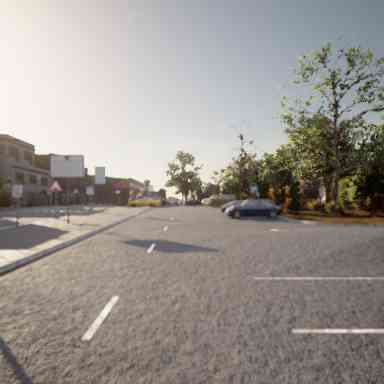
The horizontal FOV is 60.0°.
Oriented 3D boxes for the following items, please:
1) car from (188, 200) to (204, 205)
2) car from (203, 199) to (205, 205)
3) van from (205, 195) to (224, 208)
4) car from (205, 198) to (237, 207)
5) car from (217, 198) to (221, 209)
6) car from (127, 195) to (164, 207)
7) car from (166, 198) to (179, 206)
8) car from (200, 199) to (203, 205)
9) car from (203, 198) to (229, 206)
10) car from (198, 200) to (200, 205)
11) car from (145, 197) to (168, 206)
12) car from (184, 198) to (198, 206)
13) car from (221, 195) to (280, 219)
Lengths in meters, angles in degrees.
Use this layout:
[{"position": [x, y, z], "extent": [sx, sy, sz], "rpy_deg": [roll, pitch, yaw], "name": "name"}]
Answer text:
[{"position": [1.094, 2.537, 79.222], "extent": [1.895, 1.301, 4.718], "rpy_deg": [-1, -3, 28], "name": "car"}, {"position": [5.036, 1.702, 55.153], "extent": [5.366, 1.575, 1.946], "rpy_deg": [0, -1, -1], "name": "car"}, {"position": [4.760, 1.430, 52.360], "extent": [4.442, 1.987, 1.878], "rpy_deg": [0, -1, -1], "name": "van"}, {"position": [5.013, 1.756, 57.813], "extent": [5.366, 1.575, 1.946], "rpy_deg": [0, -1, -1], "name": "car"}, {"position": [5.034, 1.540, 31.564], "extent": [4.674, 1.452, 2.002], "rpy_deg": [0, 0, 0], "name": "car"}, {"position": [-7.582, 1.659, 52.893], "extent": [5.366, 1.575, 1.946], "rpy_deg": [0, -1, -1], "name": "car"}, {"position": [-3.604, 1.903, 63.410], "extent": [2.128, 1.511, 4.902], "rpy_deg": [0, -2, 0], "name": "car"}, {"position": [4.747, 1.644, 63.533], "extent": [5.566, 2.045, 2.435], "rpy_deg": [0, -2, -1], "name": "car"}, {"position": [4.732, 1.978, 66.317], "extent": [4.892, 1.521, 2.231], "rpy_deg": [0, -2, -1], "name": "car"}, {"position": [4.673, 1.807, 68.992], "extent": [5.566, 2.045, 2.435], "rpy_deg": [0, -2, -1], "name": "car"}, {"position": [-7.564, 1.992, 70.990], "extent": [4.553, 1.767, 2.185], "rpy_deg": [0, -2, -1], "name": "car"}, {"position": [-0.303, 1.878, 61.794], "extent": [1.837, 1.490, 4.892], "rpy_deg": [0, -1, -1], "name": "car"}, {"position": [5.108, 1.371, 28.394], "extent": [4.553, 1.767, 2.185], "rpy_deg": [0, 0, 0], "name": "car"}]
